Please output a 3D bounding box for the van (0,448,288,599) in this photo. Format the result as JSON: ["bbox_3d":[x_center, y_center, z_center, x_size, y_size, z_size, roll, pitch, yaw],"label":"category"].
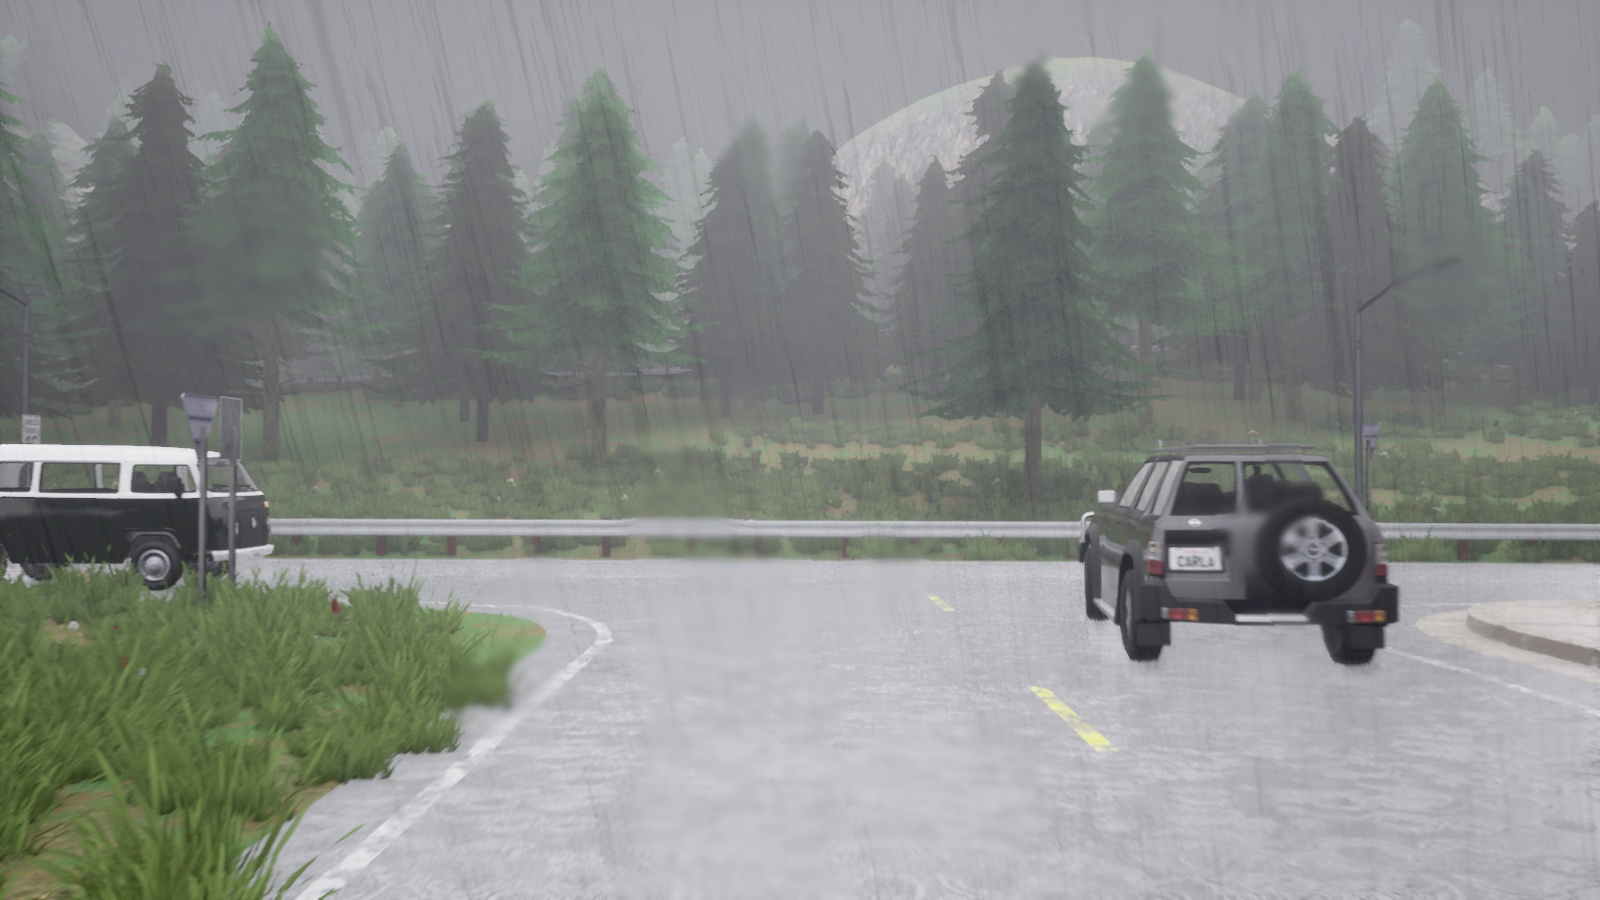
[{"bbox_3d":[-10.077,1.023,18.186,4.480,2.038,2.069,0,-1,0],"label":"van"}]

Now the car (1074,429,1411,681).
[{"bbox_3d":[3.780,0.813,11.643,1.932,1.855,4.605,-1,-1,6],"label":"car"}]
